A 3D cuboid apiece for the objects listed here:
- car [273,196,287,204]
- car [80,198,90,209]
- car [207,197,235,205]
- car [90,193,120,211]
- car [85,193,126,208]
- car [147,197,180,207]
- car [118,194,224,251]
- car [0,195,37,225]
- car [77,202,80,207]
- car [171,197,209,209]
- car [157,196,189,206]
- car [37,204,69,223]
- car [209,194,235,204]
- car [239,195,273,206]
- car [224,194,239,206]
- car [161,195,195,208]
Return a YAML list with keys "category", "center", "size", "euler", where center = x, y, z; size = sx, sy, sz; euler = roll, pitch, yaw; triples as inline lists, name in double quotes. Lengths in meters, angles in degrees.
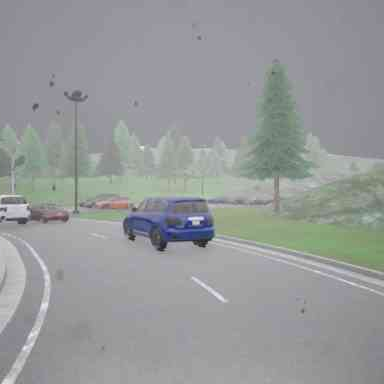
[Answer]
- category: "car"
  center: [16.576, 1.488, 65.763]
  size: [5.008, 1.535, 1.882]
  euler: [0, 0, -33]
- category: "car"
  center: [-11.566, 1.359, 43.067]
  size: [4.553, 1.767, 2.097]
  euler: [0, 0, -33]
- category: "car"
  center: [5.048, 1.611, 58.232]
  size: [4.718, 1.301, 1.895]
  euler: [0, 0, -33]
- category: "car"
  center: [-9.459, 1.358, 40.265]
  size: [4.553, 1.767, 2.097]
  euler: [0, 0, -33]
- category: "car"
  center: [-13.121, 1.229, 50.423]
  size: [5.566, 2.045, 2.150]
  euler: [0, 0, -33]
- category: "car"
  center: [-4.443, 1.515, 51.967]
  size: [4.892, 1.490, 1.837]
  euler: [0, 0, -33]
- category: "car"
  center: [-1.194, 1.224, 14.449]
  size: [2.150, 2.045, 5.566]
  euler: [0, 0, -30]
- category: "car"
  center: [-13.308, 1.226, 22.801]
  size: [5.566, 2.045, 2.150]
  euler: [0, 0, 36]
- category: "car"
  center: [-13.503, 1.609, 45.982]
  size: [4.718, 1.301, 1.895]
  euler: [0, 0, -33]
- category: "car"
  center: [-0.225, 1.500, 46.364]
  size: [4.902, 1.511, 2.128]
  euler: [0, 0, -33]
- category: "car"
  center: [-3.233, 1.502, 56.952]
  size: [4.902, 1.511, 2.128]
  euler: [0, 0, -33]
- category: "car"
  center: [-11.216, 1.569, 25.281]
  size: [4.181, 1.385, 1.994]
  euler: [0, 0, 36]
- category: "car"
  center: [5.590, 1.364, 62.762]
  size: [4.553, 1.767, 2.097]
  euler: [0, 0, -33]
- category: "car"
  center: [10.231, 1.534, 53.265]
  size: [4.674, 1.442, 1.812]
  euler: [0, 0, -33]
- category: "car"
  center: [7.648, 1.362, 55.755]
  size: [4.553, 1.767, 2.097]
  euler: [0, 0, -33]
- category: "car"
  center: [-2.098, 1.360, 49.320]
  size: [4.553, 1.767, 2.097]
  euler: [0, 0, -33]
